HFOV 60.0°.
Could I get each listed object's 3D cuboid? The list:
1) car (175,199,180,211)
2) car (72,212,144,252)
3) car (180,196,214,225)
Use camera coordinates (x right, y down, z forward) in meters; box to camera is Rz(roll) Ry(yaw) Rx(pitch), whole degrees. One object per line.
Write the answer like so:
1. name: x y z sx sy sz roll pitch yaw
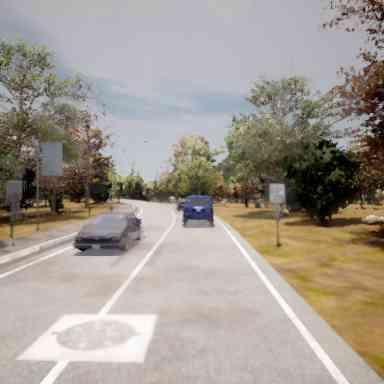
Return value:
1. car: -1.119 1.623 43.194 1.837 1.490 4.892 1 0 -8
2. car: -3.329 1.577 14.381 2.033 1.411 5.357 0 0 1
3. car: 0.391 1.286 24.596 2.150 2.045 5.566 0 0 -1
